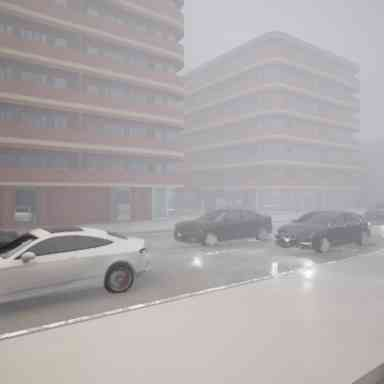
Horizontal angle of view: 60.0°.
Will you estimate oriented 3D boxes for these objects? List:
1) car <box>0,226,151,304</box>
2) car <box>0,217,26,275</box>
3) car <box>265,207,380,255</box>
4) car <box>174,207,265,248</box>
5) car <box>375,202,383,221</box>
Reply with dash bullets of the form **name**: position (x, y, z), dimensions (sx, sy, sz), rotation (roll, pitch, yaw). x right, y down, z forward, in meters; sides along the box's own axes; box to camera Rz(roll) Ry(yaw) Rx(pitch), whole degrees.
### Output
- **car**: position (-3.142, 1.526, 7.278), dimensions (4.674, 1.442, 1.812), rotation (0, 0, -36)
- **car**: position (-7.095, 1.526, 8.737), dimensions (4.674, 1.442, 1.812), rotation (0, 0, -36)
- **car**: position (5.419, 1.505, 13.532), dimensions (4.892, 1.490, 1.837), rotation (0, 0, -36)
- **car**: position (1.506, 1.476, 15.013), dimensions (5.008, 1.535, 1.882), rotation (0, 0, -36)
- **car**: position (14.568, 1.506, 24.526), dimensions (4.892, 1.490, 1.837), rotation (0, 0, -36)
